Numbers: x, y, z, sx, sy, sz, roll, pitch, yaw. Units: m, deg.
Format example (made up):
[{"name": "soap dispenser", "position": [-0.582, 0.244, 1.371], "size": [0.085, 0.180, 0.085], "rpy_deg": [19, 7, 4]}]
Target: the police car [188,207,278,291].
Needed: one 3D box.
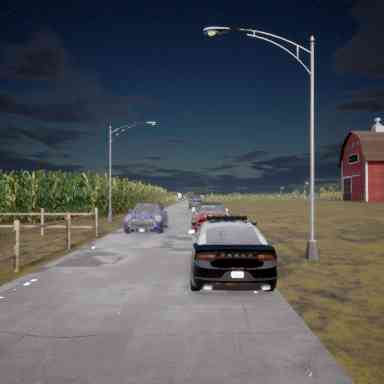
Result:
[{"name": "police car", "position": [0.926, 1.430, 9.140], "size": [1.930, 1.638, 5.238], "rpy_deg": [0, 0, 1]}]

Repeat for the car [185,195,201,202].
[{"name": "car", "position": [0.532, 1.597, 46.473], "size": [2.128, 1.511, 4.902], "rpy_deg": [0, 0, 1]}]

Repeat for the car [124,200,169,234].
[{"name": "car", "position": [-2.534, 1.367, 19.257], "size": [2.097, 1.767, 4.553], "rpy_deg": [0, 0, 1]}]

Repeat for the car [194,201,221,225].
[{"name": "car", "position": [1.105, 1.527, 25.033], "size": [1.837, 1.490, 4.892], "rpy_deg": [0, 0, 1]}]

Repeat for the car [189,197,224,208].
[{"name": "car", "position": [1.036, 1.366, 19.002], "size": [2.097, 1.767, 4.553], "rpy_deg": [0, 0, 1]}]
